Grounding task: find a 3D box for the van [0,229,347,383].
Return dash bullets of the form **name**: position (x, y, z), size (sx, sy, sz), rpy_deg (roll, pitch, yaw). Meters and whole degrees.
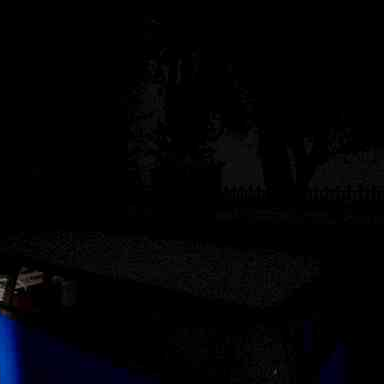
- **van**: position (-0.657, 1.341, 3.180), size (3.998, 1.788, 1.690), rpy_deg (0, 0, 35)
